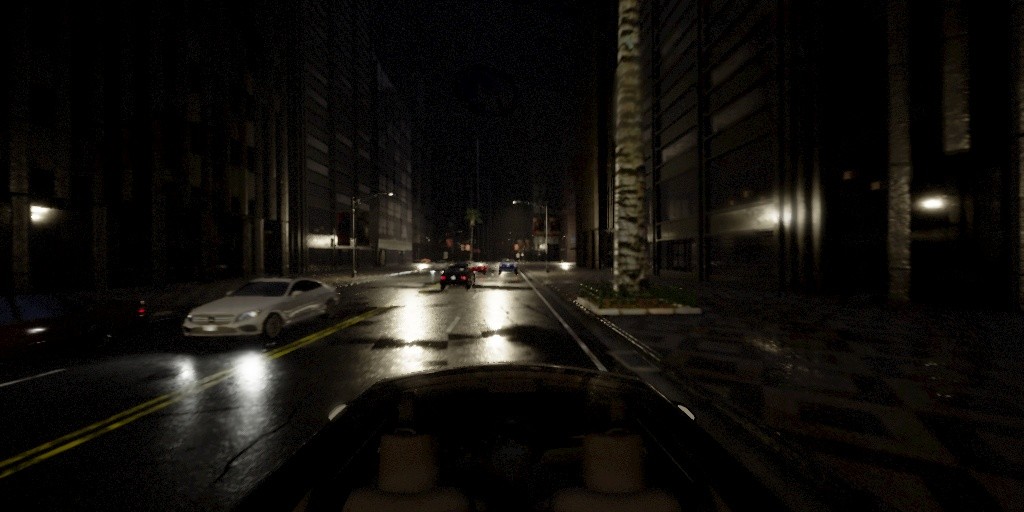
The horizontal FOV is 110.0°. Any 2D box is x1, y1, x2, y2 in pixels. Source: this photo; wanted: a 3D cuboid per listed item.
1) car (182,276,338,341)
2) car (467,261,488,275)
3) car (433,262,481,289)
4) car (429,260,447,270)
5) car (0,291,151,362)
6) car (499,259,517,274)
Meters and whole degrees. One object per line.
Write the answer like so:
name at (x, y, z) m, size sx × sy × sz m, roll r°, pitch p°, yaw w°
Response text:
car at (-6.700, 1.328, 10.247) m, size 1.812 × 1.442 × 4.674 m, roll 0°, pitch 0°, yaw -1°
car at (-3.680, 1.369, 39.409) m, size 1.895 × 1.301 × 4.718 m, roll 0°, pitch 0°, yaw -1°
car at (-3.449, 1.315, 23.390) m, size 2.033 × 1.411 × 5.357 m, roll 0°, pitch 0°, yaw -1°
car at (-10.486, 1.358, 53.230) m, size 1.812 × 1.442 × 4.674 m, roll 0°, pitch 0°, yaw -1°
car at (-9.894, 1.380, 6.484) m, size 2.033 × 1.411 × 5.357 m, roll 0°, pitch 0°, yaw -1°
car at (-0.464, 1.091, 41.593) m, size 2.097 × 1.767 × 4.553 m, roll 0°, pitch 0°, yaw -1°
